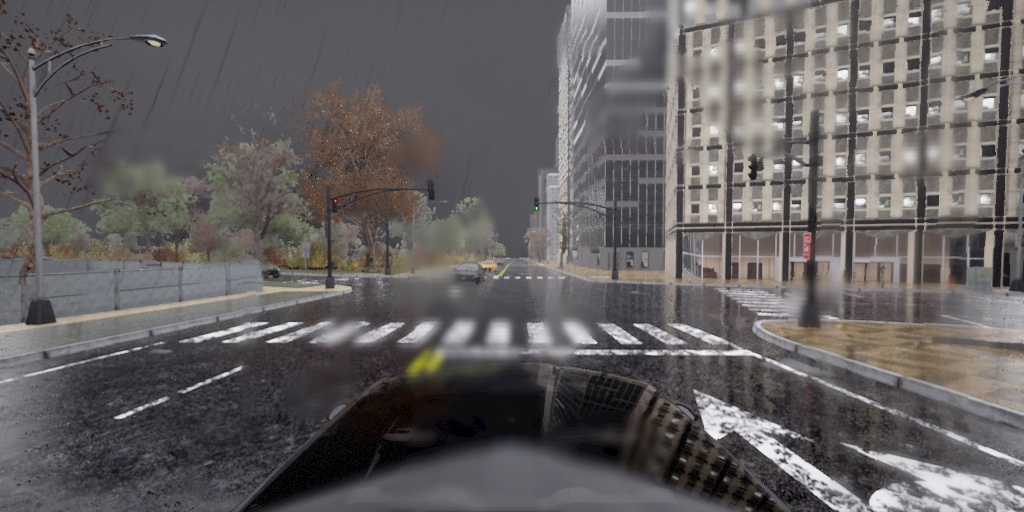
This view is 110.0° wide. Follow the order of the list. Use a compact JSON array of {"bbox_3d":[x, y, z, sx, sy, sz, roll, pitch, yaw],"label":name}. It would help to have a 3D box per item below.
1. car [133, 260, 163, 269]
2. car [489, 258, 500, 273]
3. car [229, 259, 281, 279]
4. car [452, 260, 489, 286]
[{"bbox_3d":[-34.561,1.089,33.968,5.357,1.411,2.033,0,2,21],"label":"car"},{"bbox_3d":[-2.833,1.300,44.413,1.882,1.535,5.008,0,0,1],"label":"car"},{"bbox_3d":[-20.752,1.008,28.582,4.553,1.767,2.097,0,2,21],"label":"car"},{"bbox_3d":[-3.013,1.209,25.658,1.882,1.535,5.008,1,0,1],"label":"car"}]
